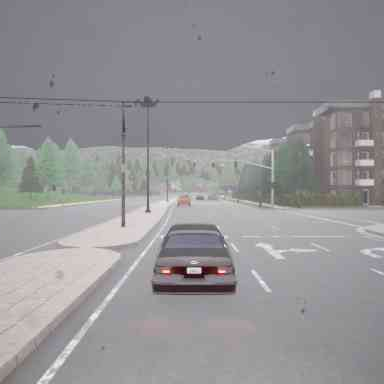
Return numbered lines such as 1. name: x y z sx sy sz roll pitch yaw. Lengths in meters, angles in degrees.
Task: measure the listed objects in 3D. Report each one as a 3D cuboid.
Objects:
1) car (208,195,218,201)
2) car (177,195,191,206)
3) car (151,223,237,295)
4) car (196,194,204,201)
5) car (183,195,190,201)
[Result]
1. car: 5.571 1.539 85.475 2.033 1.411 5.357 0 0 0
2. car: -1.298 1.352 54.611 2.097 1.767 4.553 0 0 -1
3. car: 0.052 1.547 8.865 2.033 1.411 5.357 0 0 0
4. car: 2.071 1.477 85.471 1.882 1.535 5.008 0 0 0
5. car: -1.429 1.523 85.436 1.812 1.442 4.674 0 0 0
